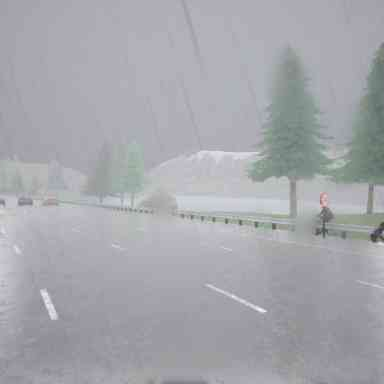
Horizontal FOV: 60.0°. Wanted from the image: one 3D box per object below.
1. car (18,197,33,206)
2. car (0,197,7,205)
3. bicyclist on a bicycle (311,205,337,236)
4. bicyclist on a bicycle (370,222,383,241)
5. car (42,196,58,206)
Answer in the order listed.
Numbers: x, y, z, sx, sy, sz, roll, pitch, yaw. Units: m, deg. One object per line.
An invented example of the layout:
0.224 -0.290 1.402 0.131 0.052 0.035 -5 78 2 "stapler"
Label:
-27.550 1.491 54.945 2.128 1.511 4.902 0 0 -33 "car"
-32.459 1.526 56.098 1.812 1.442 4.674 0 0 -32 "car"
6.761 1.423 16.888 1.656 1.620 0.582 4 -1 -20 "bicyclist on a bicycle"
8.324 1.757 13.945 0.582 1.656 1.620 -16 10 -39 "bicyclist on a bicycle"
-23.648 1.478 55.351 1.882 1.535 5.008 0 0 -33 "car"
